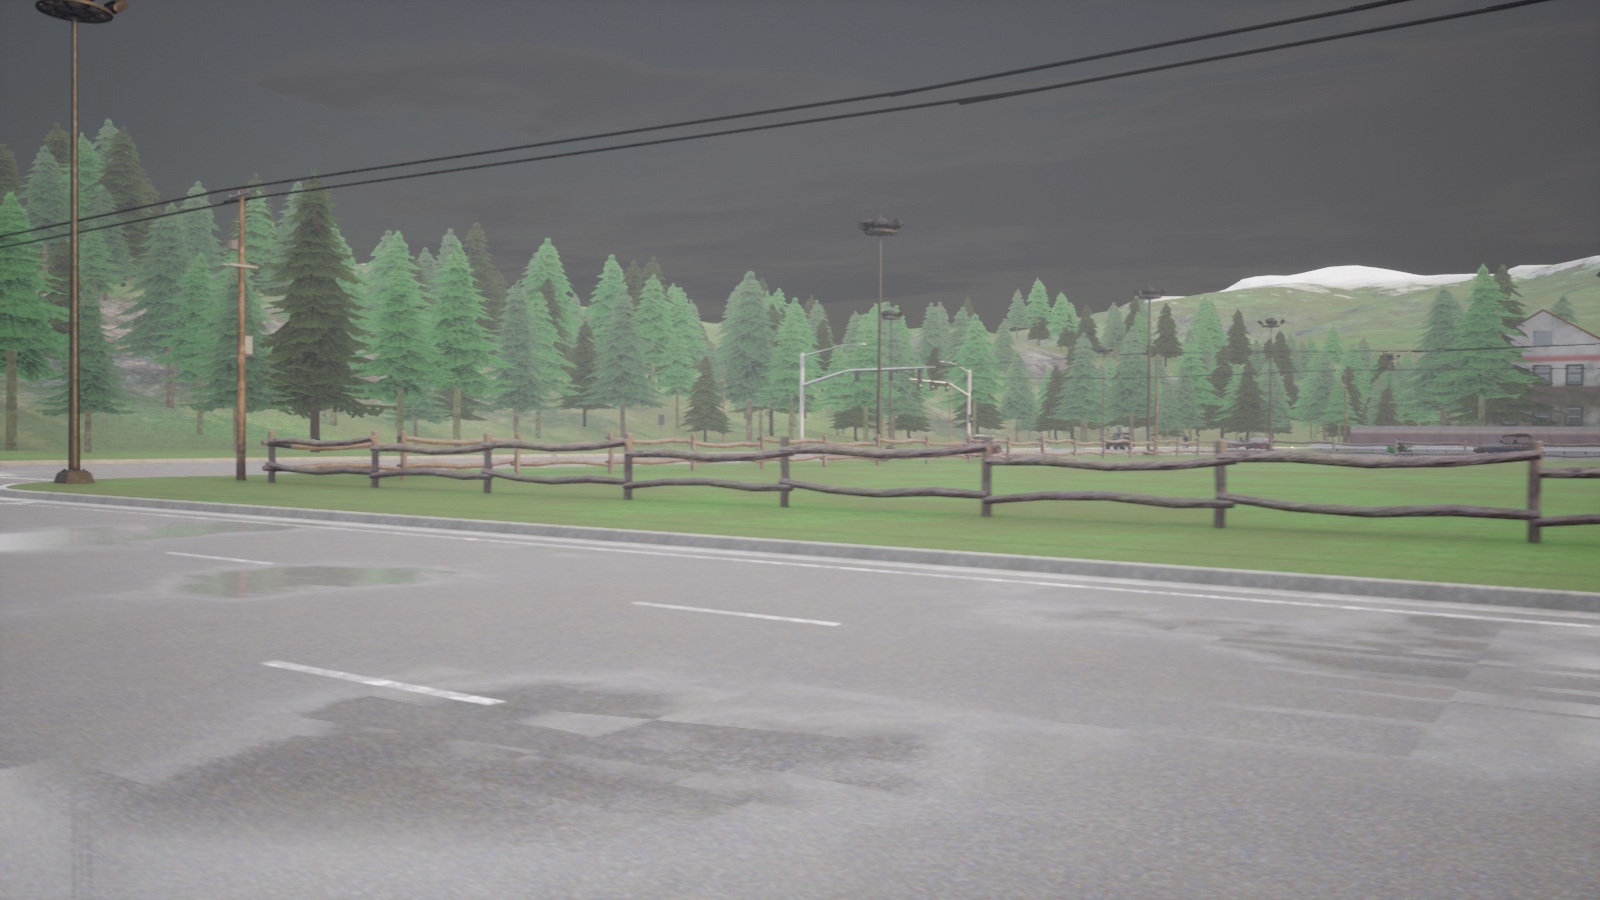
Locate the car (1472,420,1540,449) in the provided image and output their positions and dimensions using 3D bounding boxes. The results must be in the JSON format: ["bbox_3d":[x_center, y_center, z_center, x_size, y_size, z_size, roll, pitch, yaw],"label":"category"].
[{"bbox_3d":[47.333,-1.043,84.220,3.866,1.878,1.905,0,1,34],"label":"car"}]

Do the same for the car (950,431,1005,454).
[{"bbox_3d":[11.605,-0.485,81.993,1.970,1.475,3.806,0,1,35],"label":"car"}]
